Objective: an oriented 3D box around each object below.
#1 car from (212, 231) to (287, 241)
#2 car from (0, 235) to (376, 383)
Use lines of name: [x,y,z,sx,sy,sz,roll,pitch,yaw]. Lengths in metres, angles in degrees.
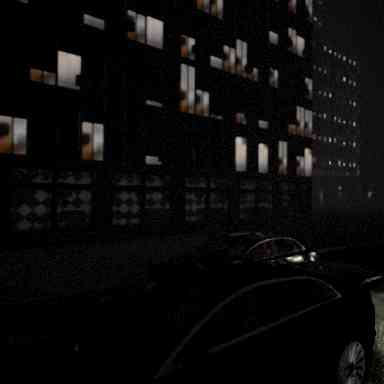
car: [1.212,1.620,7.573,4.403,1.369,2.008,0,0,-38]
car: [0.095,1.526,3.486,4.902,1.511,2.128,0,-1,-38]
